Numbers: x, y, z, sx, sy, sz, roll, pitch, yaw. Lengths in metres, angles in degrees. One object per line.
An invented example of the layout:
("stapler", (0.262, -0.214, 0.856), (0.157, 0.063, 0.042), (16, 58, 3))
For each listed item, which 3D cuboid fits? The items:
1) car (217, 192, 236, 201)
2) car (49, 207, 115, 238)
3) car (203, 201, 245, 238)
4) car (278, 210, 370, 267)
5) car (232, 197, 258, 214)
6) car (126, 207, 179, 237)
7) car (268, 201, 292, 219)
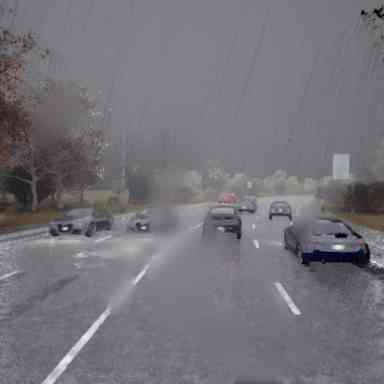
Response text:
("car", (6.131, 1.102, 57.991), (2.150, 2.045, 5.566), (0, 0, 21))
("car", (-5.590, 1.500, 17.358), (1.994, 1.385, 4.181), (0, 0, 9))
("car", (1.707, 1.471, 17.573), (1.837, 1.490, 4.892), (0, 0, 9))
("car", (4.421, 1.555, 11.537), (1.994, 1.385, 4.181), (0, 0, 6))
("car", (5.740, 1.507, 34.837), (1.994, 1.385, 4.181), (0, 0, 16))
("car", (-1.988, 1.514, 17.832), (1.994, 1.385, 4.181), (0, 0, 10))
("car", (7.580, 1.516, 28.615), (2.033, 1.411, 5.357), (0, 0, 14))
